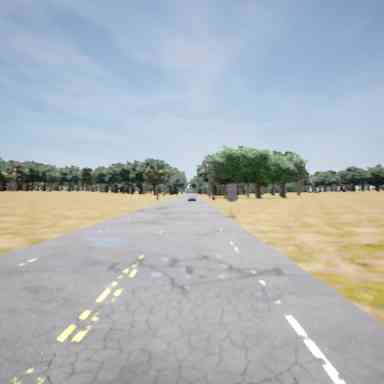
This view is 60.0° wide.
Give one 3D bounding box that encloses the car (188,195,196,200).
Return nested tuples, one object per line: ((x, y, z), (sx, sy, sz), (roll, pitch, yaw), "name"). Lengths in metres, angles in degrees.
((-0.006, 1.393, 84.646), (1.994, 1.385, 4.181), (0, 0, 0), "car")

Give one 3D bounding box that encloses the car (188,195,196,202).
((-0.005, 1.569, 74.657), (1.895, 1.301, 4.718), (0, 0, 0), "car")
